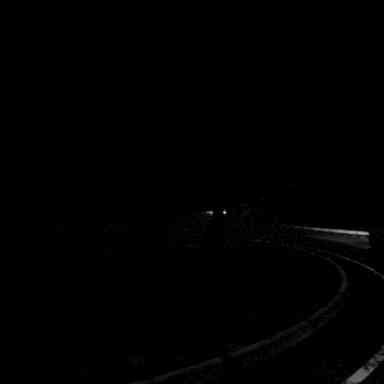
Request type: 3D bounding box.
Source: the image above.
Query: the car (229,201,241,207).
[{"bbox_3d":[9.397,2.551,71.957,1.895,1.301,4.718,0,0,15],"label":"car"}]

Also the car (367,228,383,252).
[{"bbox_3d":[8.273,1.721,11.923,1.895,1.301,4.718,-1,-1,1],"label":"car"}]

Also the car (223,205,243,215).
[{"bbox_3d":[5.759,2.348,44.673,2.033,1.411,5.357,0,-1,14],"label":"car"}]

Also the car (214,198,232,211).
[{"bbox_3d":[5.394,2.158,57.055,2.150,2.045,5.566,0,0,15],"label":"car"}]
